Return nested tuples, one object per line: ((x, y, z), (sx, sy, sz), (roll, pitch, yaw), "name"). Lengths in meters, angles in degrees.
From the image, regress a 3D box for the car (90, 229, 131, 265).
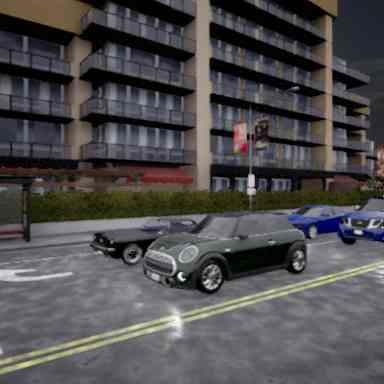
((-1.053, 1.581, 11.718), (4.718, 1.301, 1.895), (0, 0, -36), "car")

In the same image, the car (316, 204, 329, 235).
((6.391, 1.427, 17.027), (5.008, 1.535, 1.882), (0, 0, -36), "car")

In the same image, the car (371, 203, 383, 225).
((14.774, 1.462, 23.008), (5.357, 1.411, 2.033), (0, 0, -36), "car")

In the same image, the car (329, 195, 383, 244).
((8.595, 1.170, 14.300), (5.566, 2.045, 2.150), (0, 0, -36), "car")

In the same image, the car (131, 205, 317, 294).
((0.991, 1.332, 8.877), (4.553, 1.767, 2.097), (0, 0, -36), "car")
